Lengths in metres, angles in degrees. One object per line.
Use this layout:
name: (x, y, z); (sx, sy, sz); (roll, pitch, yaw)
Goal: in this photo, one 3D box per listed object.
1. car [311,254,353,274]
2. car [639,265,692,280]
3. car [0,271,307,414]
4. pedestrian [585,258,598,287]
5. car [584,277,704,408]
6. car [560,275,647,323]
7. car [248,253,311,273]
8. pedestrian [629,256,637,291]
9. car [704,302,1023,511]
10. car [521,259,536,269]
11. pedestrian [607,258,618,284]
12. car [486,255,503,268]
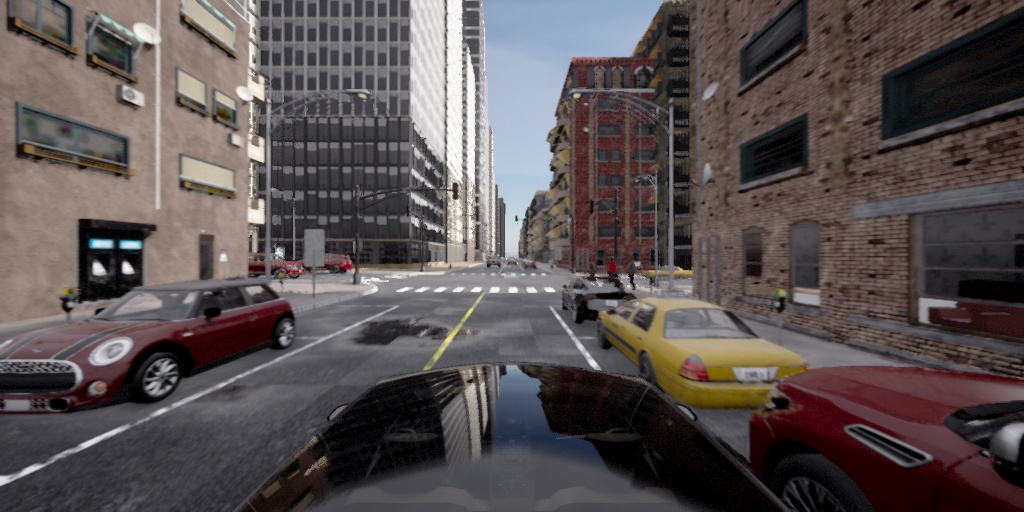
car: (-17.702, 0.747, 33.849); (5.009, 1.841, 2.192); (0, 0, 0)
car: (14.638, 1.557, 34.126); (4.829, 1.417, 1.751); (0, 0, 0)
car: (-5.688, 1.186, 6.119); (1.967, 1.591, 4.097); (0, 0, 0)
pedestrian: (4.373, 0.950, 19.860); (0.375, 1.860, 0.375); (0, 0, 0)
car: (2.692, 1.271, 6.289); (1.751, 1.417, 4.829); (0, 0, 0)
car: (2.693, 1.306, 11.802); (1.948, 1.339, 4.313); (0, 0, 0)
car: (-17.569, 0.736, 25.470); (5.009, 1.841, 2.192); (0, 0, 0)
pedestrian: (6.206, 0.876, 18.560); (0.375, 1.860, 0.375); (0, 0, 0)
car: (2.691, 1.066, 0.437); (2.192, 1.841, 5.009); (0, 0, 0)
car: (2.752, 1.294, 53.825); (1.802, 1.307, 4.207); (0, 0, 0)
pedestrian: (5.374, 0.876, 19.260); (0.375, 1.860, 0.375); (0, 0, 0)
car: (-3.021, 0.931, 60.014); (2.150, 2.045, 5.566); (0, 0, 1)
